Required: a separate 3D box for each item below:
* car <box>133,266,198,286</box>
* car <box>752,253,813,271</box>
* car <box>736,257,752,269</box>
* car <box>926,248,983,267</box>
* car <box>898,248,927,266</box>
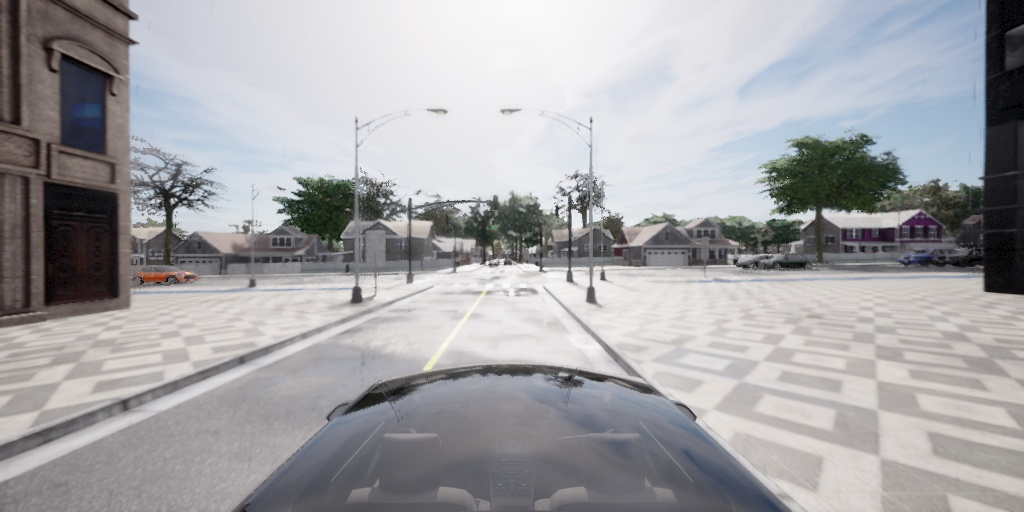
[{"bbox_3d":[-31.555,1.700,32.771,4.553,1.767,2.097,-1,0,0],"label":"car"},{"bbox_3d":[27.770,0.555,36.582,4.553,1.767,2.097,-1,0,0],"label":"car"},{"bbox_3d":[27.588,0.691,39.829,4.892,1.490,1.837,-1,0,0],"label":"car"},{"bbox_3d":[46.562,0.192,36.611,5.566,2.045,2.150,-1,0,0],"label":"car"},{"bbox_3d":[46.541,0.173,39.861,5.566,2.045,2.150,-1,0,0],"label":"car"}]
